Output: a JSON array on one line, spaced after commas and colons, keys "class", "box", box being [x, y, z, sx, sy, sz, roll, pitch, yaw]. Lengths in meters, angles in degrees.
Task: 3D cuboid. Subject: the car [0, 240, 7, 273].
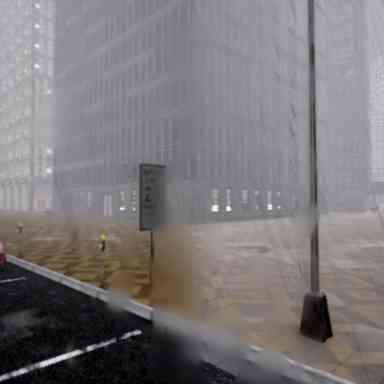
[{"class": "car", "box": [-7.517, 1.694, 10.672, 4.097, 1.590, 1.967, -1, -3, 45]}]
